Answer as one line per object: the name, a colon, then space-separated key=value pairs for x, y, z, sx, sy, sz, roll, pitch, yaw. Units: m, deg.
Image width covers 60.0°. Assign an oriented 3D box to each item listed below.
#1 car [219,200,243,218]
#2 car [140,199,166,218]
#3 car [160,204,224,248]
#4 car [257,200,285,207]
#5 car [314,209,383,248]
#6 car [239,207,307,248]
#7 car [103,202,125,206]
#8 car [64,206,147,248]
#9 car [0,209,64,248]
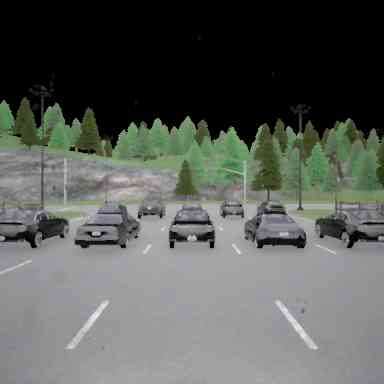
car: x=3.500 y=1.493 z=29.650 sx=2.128 sy=1.511 sz=4.902 roll=0 pitch=0 yaw=0
car: x=-3.500 y=1.363 z=29.620 sx=2.097 sy=1.767 sz=4.553 roll=0 pitch=0 yaw=0
car: x=0.000 y=1.492 z=14.650 sx=2.128 sy=1.511 sz=4.902 roll=0 pitch=0 yaw=0
car: x=7.000 y=1.514 z=29.650 sx=1.837 sy=1.490 sz=4.892 roll=0 pitch=0 yaw=0
car: x=7.000 y=1.492 z=14.650 sx=2.128 sy=1.511 sz=4.902 roll=0 pitch=0 yaw=0
car: x=3.500 y=1.570 z=14.650 sx=1.994 sy=1.385 sz=4.181 roll=0 pitch=0 yaw=0
car: x=-7.000 y=1.570 z=29.650 sx=1.994 sy=1.385 sz=4.181 roll=0 pitch=0 yaw=0
car: x=-3.500 y=1.560 z=14.650 sx=2.033 sy=1.411 sz=5.357 roll=0 pitch=0 yaw=0
car: x=-7.000 y=1.492 z=14.650 sx=2.128 sy=1.511 sz=4.902 roll=0 pitch=0 yaw=0
